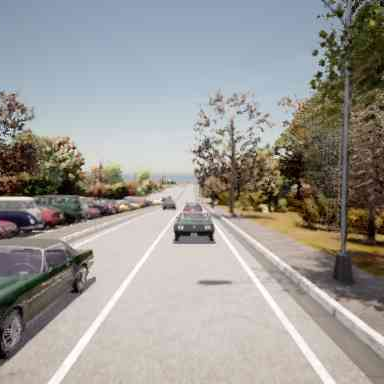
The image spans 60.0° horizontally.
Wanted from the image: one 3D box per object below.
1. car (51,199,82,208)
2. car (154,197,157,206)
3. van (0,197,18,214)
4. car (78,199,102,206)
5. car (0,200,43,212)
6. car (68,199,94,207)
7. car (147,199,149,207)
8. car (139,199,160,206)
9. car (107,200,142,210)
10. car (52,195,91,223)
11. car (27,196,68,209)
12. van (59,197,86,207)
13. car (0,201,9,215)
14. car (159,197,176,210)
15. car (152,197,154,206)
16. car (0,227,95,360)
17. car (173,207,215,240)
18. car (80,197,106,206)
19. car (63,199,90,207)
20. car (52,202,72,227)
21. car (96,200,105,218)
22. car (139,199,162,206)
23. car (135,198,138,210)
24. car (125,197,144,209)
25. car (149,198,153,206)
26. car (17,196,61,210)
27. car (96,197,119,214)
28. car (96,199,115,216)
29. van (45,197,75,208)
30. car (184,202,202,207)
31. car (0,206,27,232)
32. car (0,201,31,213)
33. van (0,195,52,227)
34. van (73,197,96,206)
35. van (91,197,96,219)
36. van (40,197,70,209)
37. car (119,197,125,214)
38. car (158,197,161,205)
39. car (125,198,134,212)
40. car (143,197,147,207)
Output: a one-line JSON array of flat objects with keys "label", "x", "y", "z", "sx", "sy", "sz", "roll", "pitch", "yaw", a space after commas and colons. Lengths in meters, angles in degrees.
[{"label": "car", "x": -23.390, "y": 2.134, "z": 62.107, "sx": 5.008, "sy": 1.535, "sz": 2.097, "roll": 0, "pitch": -1, "yaw": 0}, {"label": "car", "x": -10.297, "y": 2.233, "z": 67.588, "sx": 4.892, "sy": 1.521, "sz": 2.231, "roll": 0, "pitch": -1, "yaw": 0}, {"label": "van", "x": -23.509, "y": 1.547, "z": 39.827, "sx": 4.442, "sy": 1.987, "sz": 1.878, "roll": 0, "pitch": -1, "yaw": 0}, {"label": "car", "x": -23.351, "y": 2.449, "z": 75.946, "sx": 4.792, "sy": 1.488, "sz": 2.163, "roll": 0, "pitch": -1, "yaw": 0}, {"label": "car", "x": -23.385, "y": 1.865, "z": 45.488, "sx": 5.008, "sy": 1.535, "sz": 2.097, "roll": 0, "pitch": -1, "yaw": 0}, {"label": "car", "x": -23.410, "y": 2.316, "z": 70.283, "sx": 4.792, "sy": 1.488, "sz": 2.163, "roll": 0, "pitch": -1, "yaw": 0}, {"label": "car", "x": -10.278, "y": 2.073, "z": 56.484, "sx": 4.792, "sy": 1.488, "sz": 2.163, "roll": 0, "pitch": -1, "yaw": 0}, {"label": "car", "x": -10.304, "y": 2.558, "z": 81.454, "sx": 4.892, "sy": 1.521, "sz": 2.231, "roll": 0, "pitch": -1, "yaw": 0}, {"label": "car", "x": -10.280, "y": 1.983, "z": 50.932, "sx": 4.792, "sy": 1.488, "sz": 2.163, "roll": 0, "pitch": -1, "yaw": 0}, {"label": "car", "x": -10.347, "y": 1.253, "z": 23.179, "sx": 5.566, "sy": 2.045, "sz": 2.435, "roll": 0, "pitch": -1, "yaw": 0}, {"label": "car", "x": -23.359, "y": 1.748, "z": 53.803, "sx": 5.566, "sy": 2.045, "sz": 2.435, "roll": 0, "pitch": -1, "yaw": 0}, {"label": "van", "x": -23.275, "y": 1.956, "z": 64.897, "sx": 4.442, "sy": 1.987, "sz": 1.878, "roll": 0, "pitch": -1, "yaw": 0}, {"label": "car", "x": -23.391, "y": 1.770, "z": 37.179, "sx": 4.674, "sy": 1.452, "sz": 2.002, "roll": 0, "pitch": -1, "yaw": 0}, {"label": "car", "x": -3.359, "y": 1.908, "z": 49.530, "sx": 1.882, "sy": 1.535, "sz": 5.008, "roll": 0, "pitch": -1, "yaw": 0}, {"label": "car", "x": -10.335, "y": 2.055, "z": 64.812, "sx": 4.553, "sy": 1.767, "sz": 2.185, "roll": 0, "pitch": -1, "yaw": 0}, {"label": "car", "x": -3.352, "y": 1.602, "z": 6.074, "sx": 1.895, "sy": 1.301, "sz": 4.718, "roll": 0, "pitch": 0, "yaw": 0}, {"label": "car", "x": 0.095, "y": 1.639, "z": 17.173, "sx": 1.895, "sy": 1.301, "sz": 4.718, "roll": 0, "pitch": 0, "yaw": 0}, {"label": "car", "x": -23.407, "y": 2.237, "z": 78.721, "sx": 5.566, "sy": 2.045, "sz": 2.435, "roll": 0, "pitch": -1, "yaw": 0}, {"label": "car", "x": -23.412, "y": 2.262, "z": 67.644, "sx": 4.792, "sy": 1.488, "sz": 2.163, "roll": 0, "pitch": -1, "yaw": 0}, {"label": "car", "x": -10.349, "y": 1.519, "z": 20.424, "sx": 4.792, "sy": 1.488, "sz": 2.163, "roll": 0, "pitch": 0, "yaw": 0}, {"label": "car", "x": -10.319, "y": 1.634, "z": 28.726, "sx": 4.674, "sy": 1.452, "sz": 2.002, "roll": 0, "pitch": -1, "yaw": 0}, {"label": "car", "x": -10.482, "y": 2.623, "z": 84.230, "sx": 5.366, "sy": 1.575, "sz": 1.946, "roll": 0, "pitch": -1, "yaw": 0}, {"label": "car", "x": -10.317, "y": 1.865, "z": 45.381, "sx": 4.892, "sy": 1.521, "sz": 2.231, "roll": 0, "pitch": -1, "yaw": 0}, {"label": "car", "x": -10.124, "y": 1.906, "z": 48.157, "sx": 5.366, "sy": 1.575, "sz": 1.946, "roll": 0, "pitch": -1, "yaw": 0}, {"label": "car", "x": -10.334, "y": 2.163, "z": 62.036, "sx": 4.792, "sy": 1.488, "sz": 2.163, "roll": 0, "pitch": -1, "yaw": 0}, {"label": "car", "x": -23.360, "y": 1.703, "z": 51.033, "sx": 5.566, "sy": 2.045, "sz": 2.435, "roll": 0, "pitch": -1, "yaw": 0}, {"label": "car", "x": -10.284, "y": 1.558, "z": 34.280, "sx": 4.553, "sy": 1.767, "sz": 2.185, "roll": 0, "pitch": -1, "yaw": 0}, {"label": "car", "x": -10.310, "y": 1.639, "z": 31.502, "sx": 5.008, "sy": 1.535, "sz": 2.097, "roll": 0, "pitch": -1, "yaw": 0}, {"label": "van", "x": -23.502, "y": 1.863, "z": 59.342, "sx": 4.442, "sy": 1.987, "sz": 1.878, "roll": 0, "pitch": -1, "yaw": 0}, {"label": "car", "x": 0.079, "y": 1.764, "z": 34.652, "sx": 1.994, "sy": 1.385, "sz": 4.181, "roll": 0, "pitch": -1, "yaw": 0}, {"label": "car", "x": -10.325, "y": 1.528, "z": 14.866, "sx": 4.674, "sy": 1.452, "sz": 2.002, "roll": 0, "pitch": 0, "yaw": 0}, {"label": "car", "x": -23.394, "y": 1.858, "z": 42.593, "sx": 4.674, "sy": 1.452, "sz": 2.002, "roll": 0, "pitch": -1, "yaw": 0}, {"label": "van", "x": -10.204, "y": 1.263, "z": 17.642, "sx": 4.442, "sy": 1.987, "sz": 1.878, "roll": 0, "pitch": 0, "yaw": 0}, {"label": "van", "x": -23.497, "y": 2.124, "z": 73.059, "sx": 4.442, "sy": 1.987, "sz": 1.878, "roll": 0, "pitch": -1, "yaw": 0}, {"label": "van", "x": -10.201, "y": 1.323, "z": 25.954, "sx": 4.442, "sy": 1.987, "sz": 1.878, "roll": 0, "pitch": -1, "yaw": 0}, {"label": "van", "x": -23.270, "y": 1.818, "z": 56.572, "sx": 4.442, "sy": 1.987, "sz": 1.878, "roll": 0, "pitch": -1, "yaw": 0}, {"label": "car", "x": -10.283, "y": 1.603, "z": 37.056, "sx": 4.553, "sy": 1.767, "sz": 2.185, "roll": 0, "pitch": -1, "yaw": 0}, {"label": "car", "x": -10.115, "y": 2.346, "z": 73.008, "sx": 5.366, "sy": 1.575, "sz": 1.946, "roll": 0, "pitch": -1, "yaw": 0}, {"label": "car", "x": -10.127, "y": 1.771, "z": 39.830, "sx": 5.366, "sy": 1.575, "sz": 1.946, "roll": 0, "pitch": -1, "yaw": 0}, {"label": "car", "x": -10.279, "y": 2.028, "z": 53.708, "sx": 4.792, "sy": 1.488, "sz": 2.163, "roll": 0, "pitch": -1, "yaw": 0}]
